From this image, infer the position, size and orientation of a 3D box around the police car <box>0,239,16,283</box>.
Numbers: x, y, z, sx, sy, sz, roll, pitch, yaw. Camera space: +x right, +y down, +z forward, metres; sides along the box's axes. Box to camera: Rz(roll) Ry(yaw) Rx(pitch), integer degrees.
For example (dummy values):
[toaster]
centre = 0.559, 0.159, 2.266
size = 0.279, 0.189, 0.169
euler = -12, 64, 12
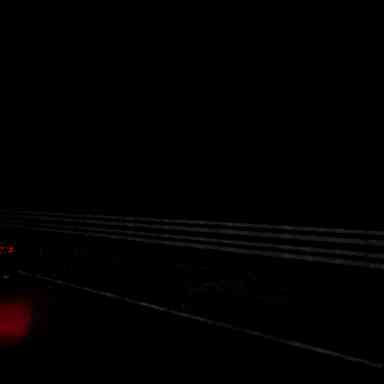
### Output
[police car]
centre = -6.595, 1.475, 8.605
size = 5.238, 1.638, 1.930
euler = 0, 0, 36
